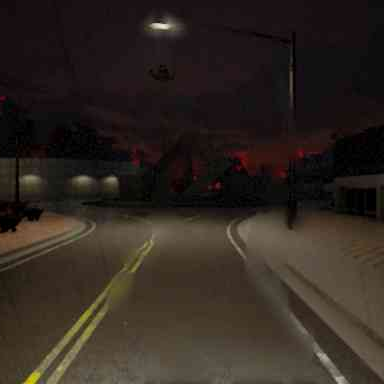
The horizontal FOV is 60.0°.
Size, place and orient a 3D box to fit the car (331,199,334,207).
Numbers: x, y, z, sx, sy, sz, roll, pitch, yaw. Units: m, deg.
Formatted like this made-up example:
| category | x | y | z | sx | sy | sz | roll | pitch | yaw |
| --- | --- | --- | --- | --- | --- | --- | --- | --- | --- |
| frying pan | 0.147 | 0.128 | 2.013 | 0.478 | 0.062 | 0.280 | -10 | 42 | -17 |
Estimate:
| category | x | y | z | sx | sy | sz | roll | pitch | yaw |
| --- | --- | --- | --- | --- | --- | --- | --- | --- | --- |
| car | 19.338 | 1.235 | 42.908 | 1.994 | 1.385 | 4.181 | 0 | 1 | 34 |
